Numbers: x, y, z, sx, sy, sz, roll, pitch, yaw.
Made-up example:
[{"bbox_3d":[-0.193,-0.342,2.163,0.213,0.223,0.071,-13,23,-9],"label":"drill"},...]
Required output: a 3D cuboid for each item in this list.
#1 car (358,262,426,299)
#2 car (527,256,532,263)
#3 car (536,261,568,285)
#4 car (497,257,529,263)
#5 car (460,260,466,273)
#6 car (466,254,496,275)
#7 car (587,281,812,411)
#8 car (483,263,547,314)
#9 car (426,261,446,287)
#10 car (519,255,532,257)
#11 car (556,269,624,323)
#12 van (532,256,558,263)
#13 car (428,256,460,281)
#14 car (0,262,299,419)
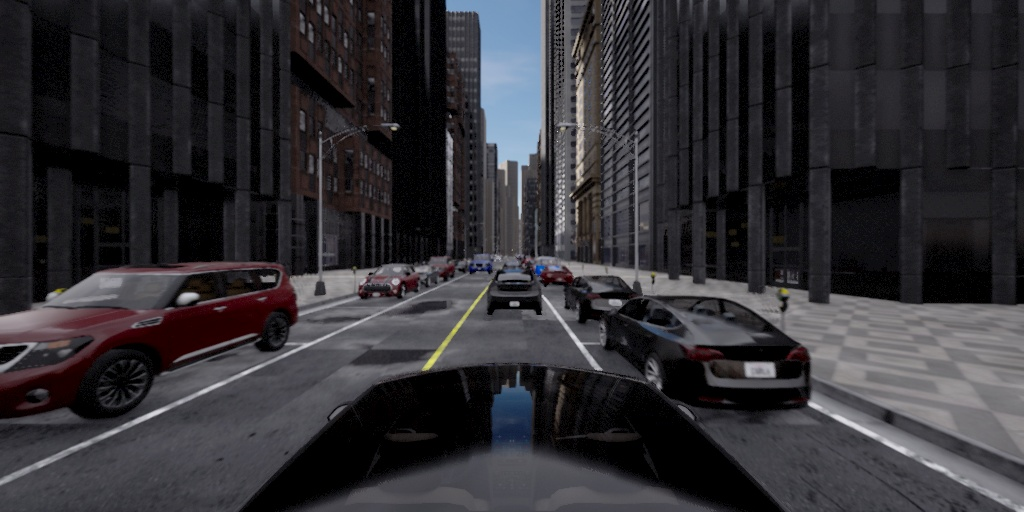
[{"bbox_3d":[-5.771,1.117,17.275,1.967,1.591,4.097,0,0,0],"label":"car"},{"bbox_3d":[2.746,1.040,34.122,1.967,1.591,4.097,0,0,0],"label":"car"},{"bbox_3d":[2.752,1.196,22.904,1.888,1.381,4.507,0,0,0],"label":"car"},{"bbox_3d":[0.079,1.110,30.164,2.128,1.511,4.902,0,0,0],"label":"car"},{"bbox_3d":[-5.782,1.142,39.712,1.948,1.339,4.313,0,0,0],"label":"car"},{"bbox_3d":[-3.118,0.807,36.846,2.150,2.045,5.566,0,1,0],"label":"car"},{"bbox_3d":[2.761,1.295,6.076,1.948,1.339,4.313,0,0,0],"label":"car"},{"bbox_3d":[0.085,1.201,13.500,1.837,1.490,4.892,0,1,0],"label":"car"},{"bbox_3d":[-5.773,1.202,22.884,2.007,1.370,4.403,0,0,0],"label":"car"},{"bbox_3d":[2.731,0.800,62.166,2.192,1.841,5.009,0,0,0],"label":"car"},{"bbox_3d":[2.758,1.268,11.686,1.948,1.339,4.313,0,0,0],"label":"car"},{"bbox_3d":[2.749,0.966,28.513,1.690,1.789,3.998,0,0,0],"label":"van"},{"bbox_3d":[-5.776,0.941,28.494,2.192,1.841,5.009,0,0,0],"label":"car"},{"bbox_3d":[-5.765,1.044,6.055,2.192,1.841,5.009,0,0,0],"label":"car"}]
